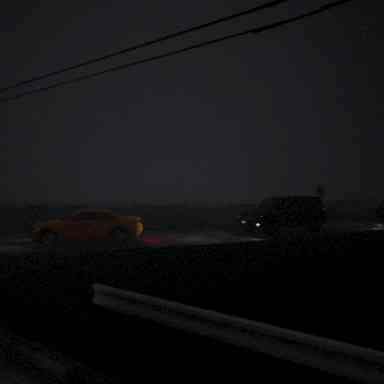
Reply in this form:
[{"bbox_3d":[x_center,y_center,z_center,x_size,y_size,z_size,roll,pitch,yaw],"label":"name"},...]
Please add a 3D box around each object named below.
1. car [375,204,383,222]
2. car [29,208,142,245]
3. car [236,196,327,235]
[{"bbox_3d":[16.419,1.232,25.343,5.566,2.045,2.150,0,0,-29],"label":"car"},{"bbox_3d":[-4.878,1.539,15.599,5.008,1.535,1.882,0,0,-14],"label":"car"},{"bbox_3d":[5.224,1.255,19.187,5.566,2.045,2.150,0,0,-27],"label":"car"}]
